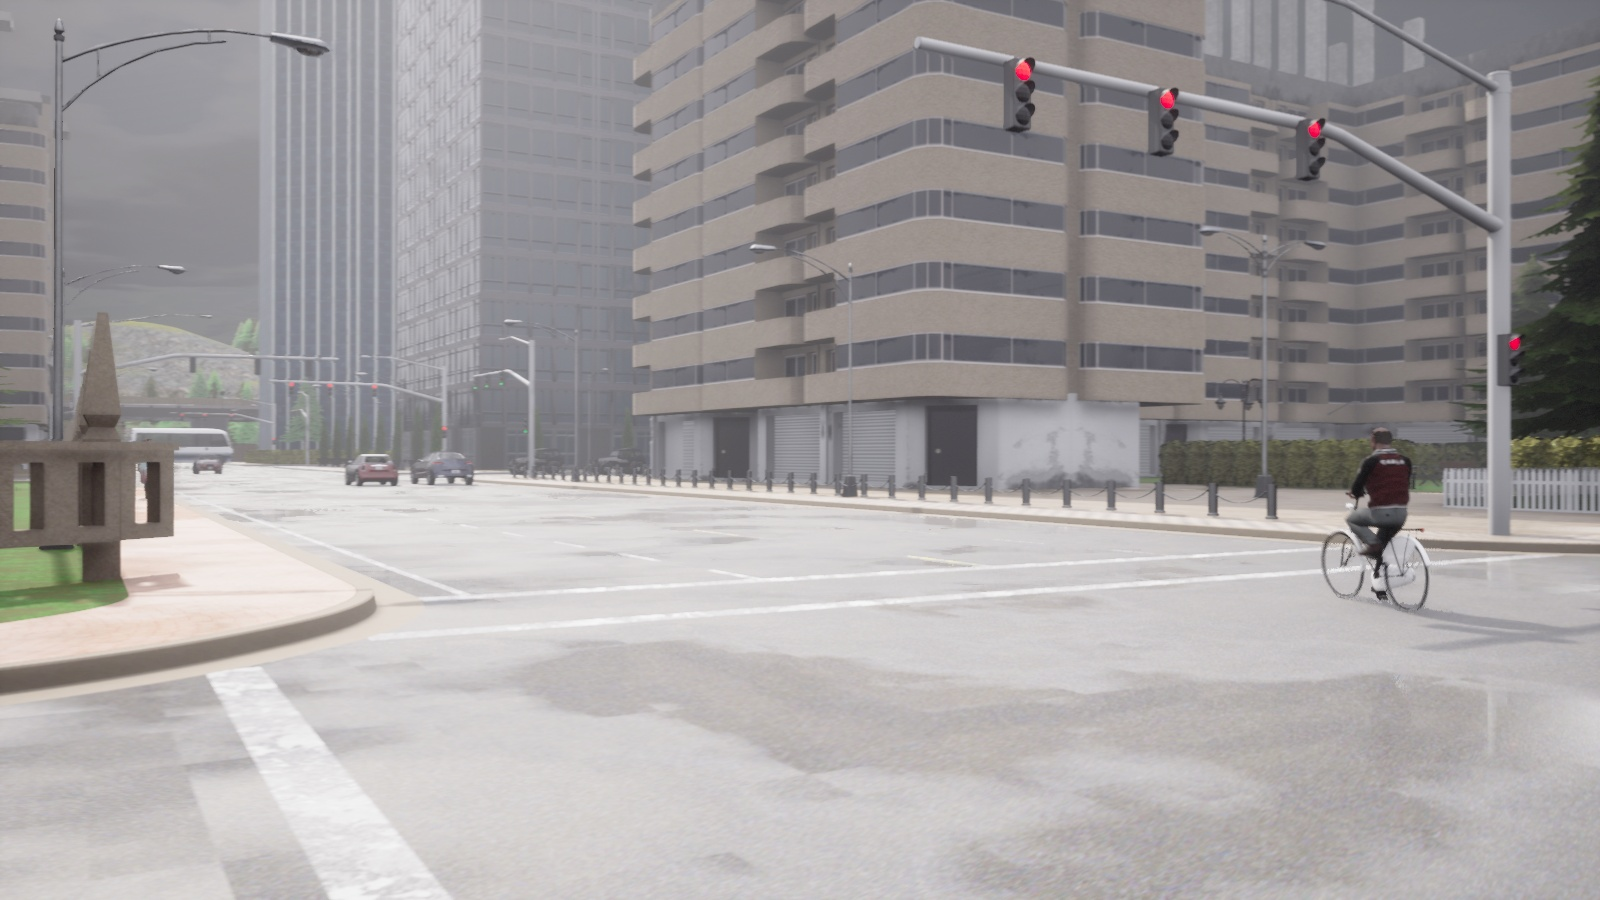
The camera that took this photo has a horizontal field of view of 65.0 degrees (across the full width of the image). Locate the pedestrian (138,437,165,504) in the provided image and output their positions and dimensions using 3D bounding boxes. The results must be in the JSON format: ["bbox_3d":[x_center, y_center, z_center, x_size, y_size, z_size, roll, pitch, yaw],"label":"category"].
[{"bbox_3d":[-19.203,0.598,37.199,0.659,1.952,0.873,0,0,-31],"label":"pedestrian"}]

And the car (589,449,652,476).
[{"bbox_3d":[-12.471,0.843,87.143,3.866,1.878,1.905,0,0,-30],"label":"car"}]

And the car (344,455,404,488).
[{"bbox_3d":[-20.221,0.990,59.560,1.970,1.475,3.806,0,0,-30],"label":"car"}]

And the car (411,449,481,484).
[{"bbox_3d":[-17.478,0.804,61.806,2.152,1.651,5.027,0,0,-30],"label":"car"}]

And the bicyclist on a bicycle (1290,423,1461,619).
[{"bbox_3d":[5.624,0.645,12.404,0.659,1.776,1.843,-1,0,-6],"label":"bicyclist on a bicycle"}]

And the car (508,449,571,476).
[{"bbox_3d":[-18.219,0.863,87.891,3.866,1.878,1.905,0,0,-30],"label":"car"}]
